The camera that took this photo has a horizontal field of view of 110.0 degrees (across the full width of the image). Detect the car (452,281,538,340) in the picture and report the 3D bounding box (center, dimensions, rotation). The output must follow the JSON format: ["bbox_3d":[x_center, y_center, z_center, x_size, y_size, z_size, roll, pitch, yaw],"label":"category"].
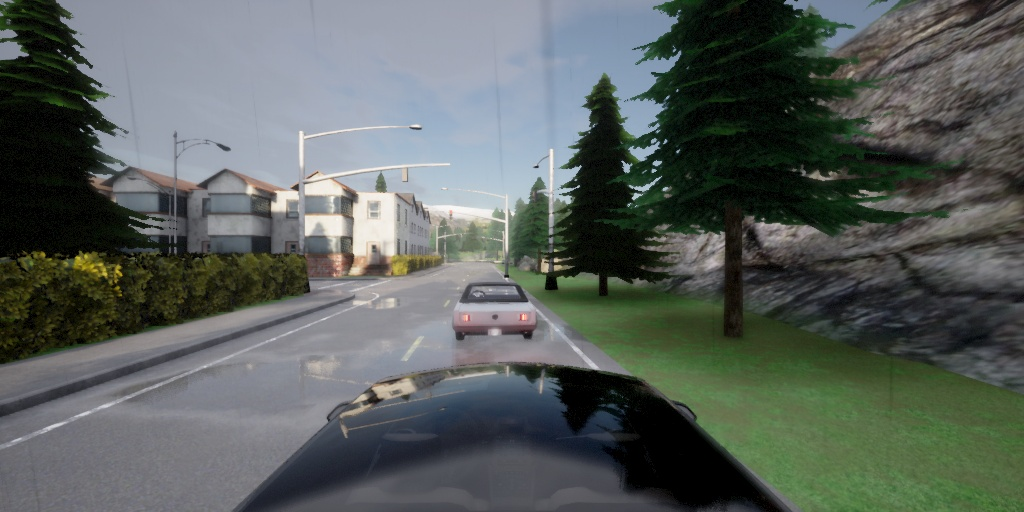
[{"bbox_3d":[-0.520,1.351,9.930,1.895,1.301,4.718,0,0,-4],"label":"car"}]
